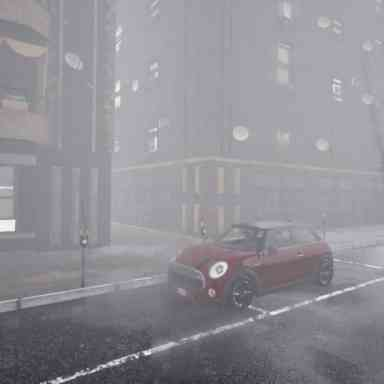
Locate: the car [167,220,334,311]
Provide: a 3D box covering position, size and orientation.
[{"bbox_3d":[1.426,1.442,7.722,4.097,1.590,1.967,0,1,-36],"label":"car"}]
